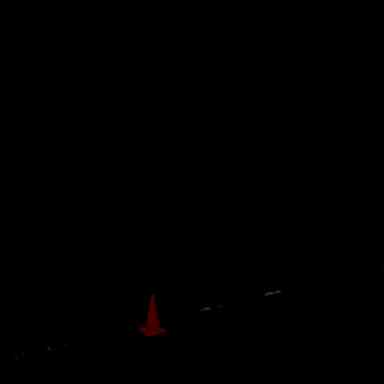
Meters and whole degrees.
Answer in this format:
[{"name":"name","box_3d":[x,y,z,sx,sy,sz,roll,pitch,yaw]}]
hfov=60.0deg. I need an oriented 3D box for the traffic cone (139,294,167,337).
[{"name":"traffic cone","box_3d":[-0.628,1.951,5.373,0.340,0.580,0.340,0,0,-35]}]
